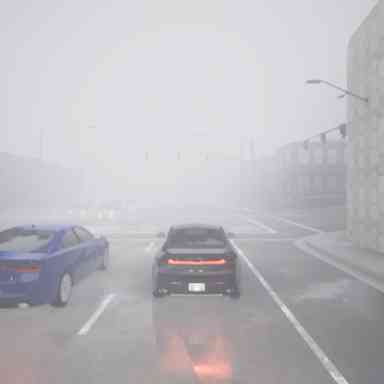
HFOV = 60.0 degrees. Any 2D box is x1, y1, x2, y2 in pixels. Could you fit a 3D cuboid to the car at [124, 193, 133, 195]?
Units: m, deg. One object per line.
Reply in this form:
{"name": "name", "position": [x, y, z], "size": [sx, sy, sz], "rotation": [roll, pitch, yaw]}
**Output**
{"name": "car", "position": [-13.791, 1.011, 71.744], "size": [2.097, 1.767, 4.553], "rotation": [0, 0, 0]}

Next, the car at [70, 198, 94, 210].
{"name": "car", "position": [-13.970, 1.486, 42.623], "size": [1.812, 1.442, 4.674], "rotation": [0, 0, 1]}

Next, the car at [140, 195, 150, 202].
{"name": "car", "position": [-10.292, 1.446, 71.448], "size": [1.812, 1.442, 4.674], "rotation": [0, 0, 0]}

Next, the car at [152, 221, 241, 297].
{"name": "car", "position": [0.104, 1.497, 8.524], "size": [1.837, 1.490, 4.892], "rotation": [0, 0, 0]}

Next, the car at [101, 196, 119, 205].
{"name": "car", "position": [-13.904, 1.472, 56.670], "size": [1.812, 1.442, 4.674], "rotation": [0, 0, 1]}

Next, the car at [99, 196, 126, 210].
{"name": "car", "position": [-10.478, 1.560, 43.205], "size": [1.895, 1.301, 4.718], "rotation": [0, 0, 3]}

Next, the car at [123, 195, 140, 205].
{"name": "car", "position": [-10.416, 1.548, 55.604], "size": [1.895, 1.301, 4.718], "rotation": [0, 0, 0]}

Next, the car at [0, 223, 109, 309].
{"name": "car", "position": [-3.401, 1.470, 7.979], "size": [1.882, 1.535, 5.008], "rotation": [0, 0, 0]}
